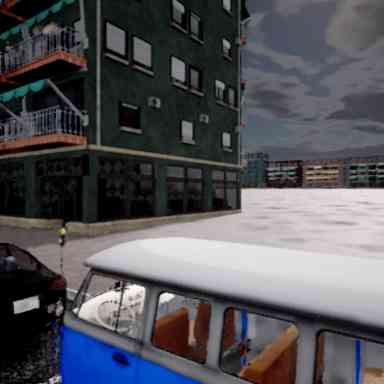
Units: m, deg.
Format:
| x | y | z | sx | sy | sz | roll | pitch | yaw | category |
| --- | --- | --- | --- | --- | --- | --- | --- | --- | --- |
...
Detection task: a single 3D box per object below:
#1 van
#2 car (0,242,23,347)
| x | y | z | sx | sy | sz | roll | pitch | yaw | category |
| --- | --- | --- | --- | --- | --- | --- | --- | --- | --- |
| 0.683 | 1.338 | 2.390 | 3.998 | 1.788 | 1.690 | 0 | 0 | 36 | van |
| -3.905 | 1.537 | 5.665 | 4.313 | 1.339 | 1.947 | 0 | 0 | 36 | car |
